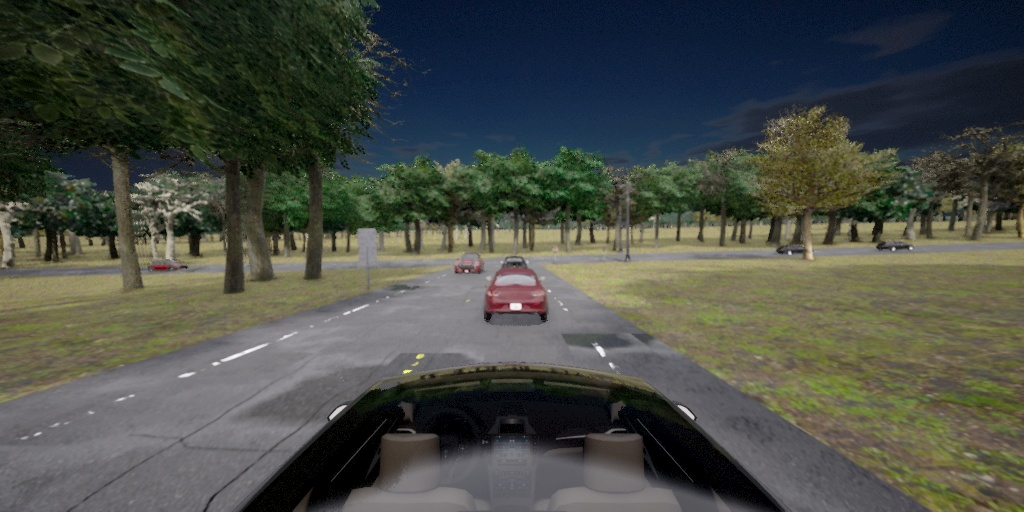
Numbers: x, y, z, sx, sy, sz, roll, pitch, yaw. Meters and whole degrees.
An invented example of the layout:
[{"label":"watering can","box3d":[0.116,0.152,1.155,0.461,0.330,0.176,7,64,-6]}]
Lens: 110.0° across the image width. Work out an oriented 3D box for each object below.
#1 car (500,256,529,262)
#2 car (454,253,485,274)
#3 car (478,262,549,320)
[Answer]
[{"label":"car","box3d":[0.180,0.756,26.239,1.837,1.490,4.892,0,1,0]},{"label":"car","box3d":[-3.470,0.530,29.739,2.097,1.767,4.553,0,1,0]},{"label":"car","box3d":[0.121,1.080,11.484,1.812,1.442,4.674,0,1,0]}]
